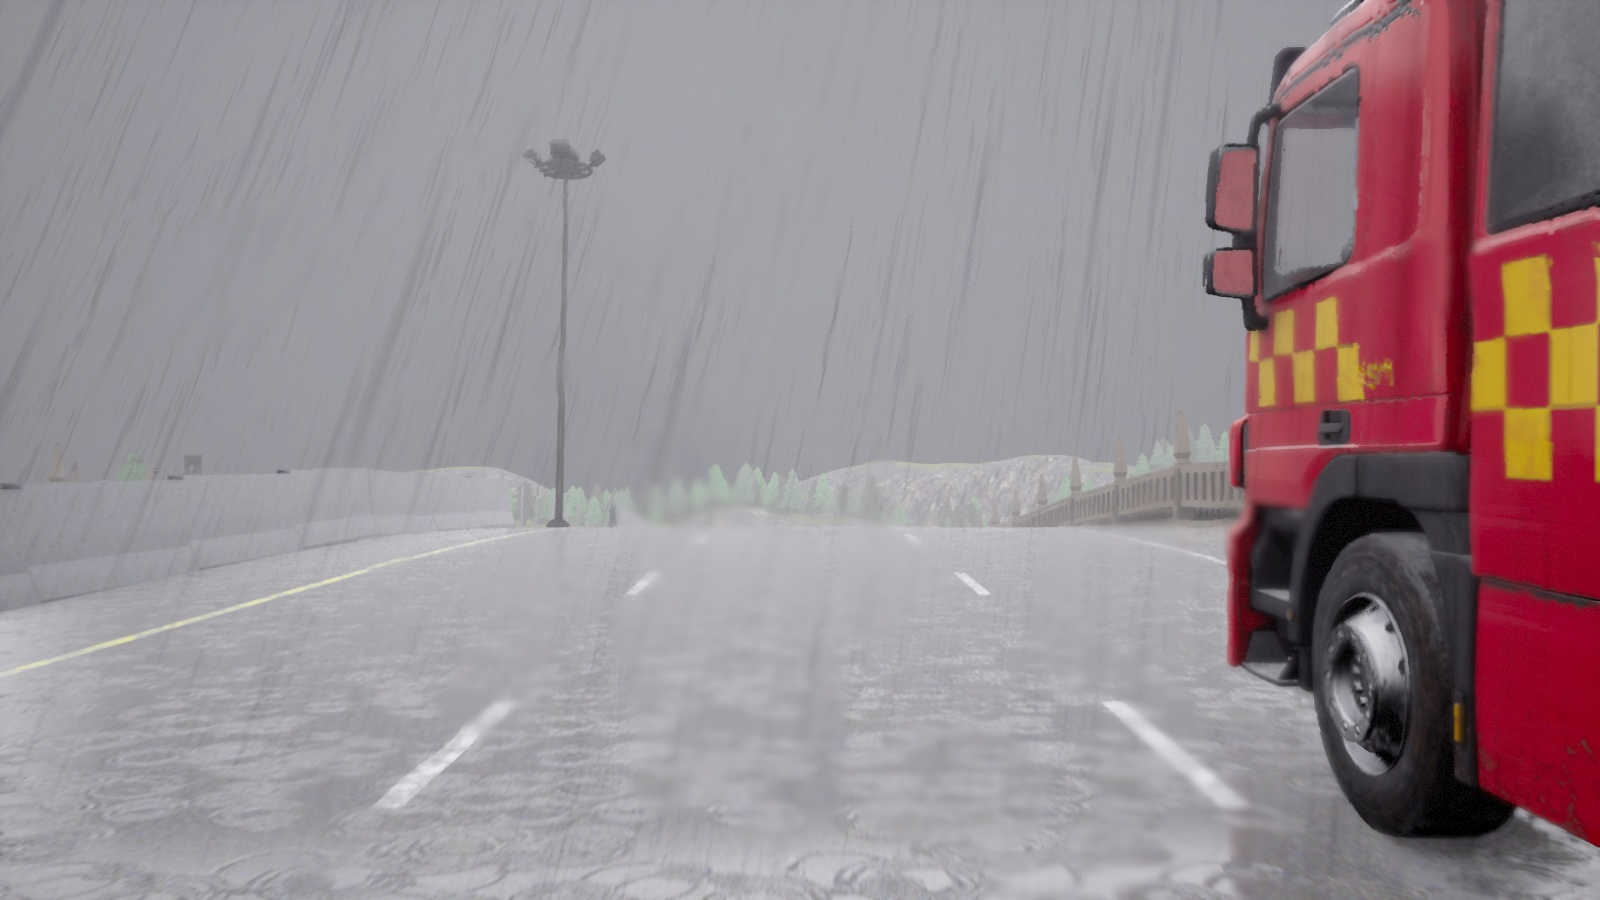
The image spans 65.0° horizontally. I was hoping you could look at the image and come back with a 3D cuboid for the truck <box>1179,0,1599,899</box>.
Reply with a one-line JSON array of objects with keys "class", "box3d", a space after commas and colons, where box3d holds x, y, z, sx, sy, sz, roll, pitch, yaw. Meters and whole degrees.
[{"class": "truck", "box3d": [3.532, -0.412, 2.742, 2.891, 3.827, 8.468, 0, 0, 0]}]
